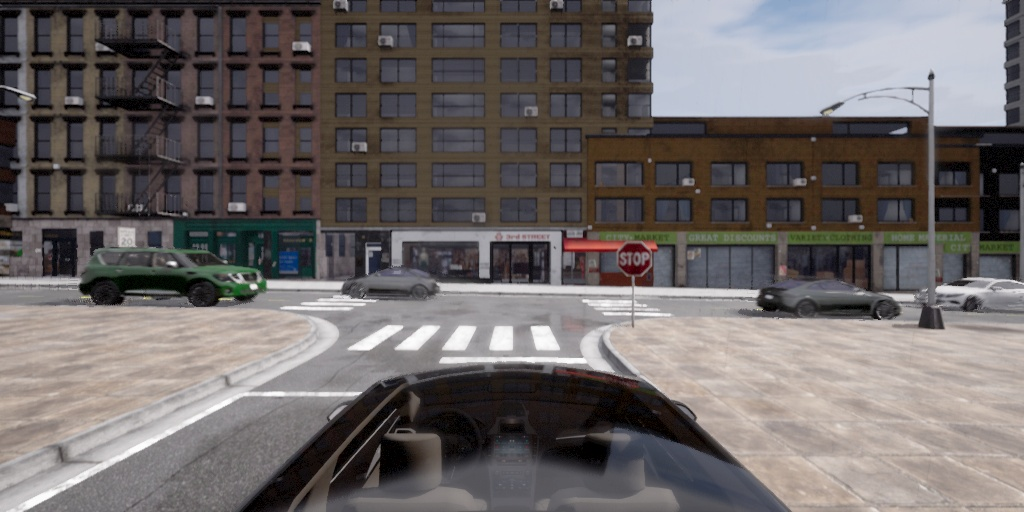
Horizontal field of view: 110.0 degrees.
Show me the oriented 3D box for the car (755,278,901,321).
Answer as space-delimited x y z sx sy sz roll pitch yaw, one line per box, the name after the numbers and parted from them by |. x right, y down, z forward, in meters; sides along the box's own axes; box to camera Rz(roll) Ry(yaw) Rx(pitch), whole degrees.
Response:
11.420 1.518 13.143 4.181 1.385 1.994 1 0 0 | car

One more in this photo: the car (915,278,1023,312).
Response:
21.101 1.717 16.092 4.674 1.442 1.812 2 0 0 | car

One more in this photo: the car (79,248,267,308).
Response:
-12.230 0.742 13.144 5.566 2.045 2.150 1 0 0 | car

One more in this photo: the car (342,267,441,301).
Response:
-5.307 1.193 16.096 4.181 1.385 1.994 1 0 0 | car
